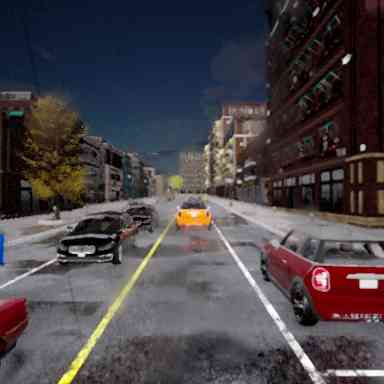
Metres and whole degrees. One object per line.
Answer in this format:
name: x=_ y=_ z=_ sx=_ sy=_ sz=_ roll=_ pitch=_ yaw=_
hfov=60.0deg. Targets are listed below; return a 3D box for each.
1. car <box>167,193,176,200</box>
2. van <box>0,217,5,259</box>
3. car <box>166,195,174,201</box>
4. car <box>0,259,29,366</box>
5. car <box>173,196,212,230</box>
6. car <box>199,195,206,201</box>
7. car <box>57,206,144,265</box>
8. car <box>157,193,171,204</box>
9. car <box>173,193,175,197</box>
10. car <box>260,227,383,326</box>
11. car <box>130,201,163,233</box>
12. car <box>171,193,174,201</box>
car: x=-5.673 y=1.223 z=92.277 sx=2.192 sy=1.841 sz=5.009 roll=1 pitch=0 yaw=0
van: x=-5.671 y=1.333 z=6.977 sx=1.690 sy=1.788 sz=3.998 roll=1 pitch=0 yaw=0
car: x=-5.678 y=1.478 z=86.590 sx=1.947 sy=1.339 sz=4.313 roll=1 pitch=0 yaw=0
car: x=-3.095 y=1.598 z=2.164 sx=1.895 sy=1.301 sz=4.718 roll=0 pitch=0 yaw=0
car: x=0.101 y=1.328 z=20.991 sx=2.097 sy=1.767 sz=4.553 roll=0 pitch=0 yaw=0
car: x=2.702 y=1.495 z=86.651 sx=1.802 sy=1.307 sz=4.206 roll=1 pitch=0 yaw=0
car: x=-3.091 y=1.489 z=11.734 sx=1.837 sy=1.490 sz=4.892 roll=0 pitch=1 yaw=0
car: x=-5.675 y=1.372 z=63.843 sx=1.967 sy=1.590 sz=4.097 roll=1 pitch=0 yaw=0
car: x=-5.675 y=1.357 z=80.904 sx=1.967 sy=1.590 sz=4.097 roll=1 pitch=0 yaw=0
car: x=2.706 y=1.432 z=7.038 sx=1.967 sy=1.590 sz=4.097 roll=1 pitch=0 yaw=0
car: x=-3.000 y=1.483 z=19.668 sx=1.837 sy=1.490 sz=4.892 roll=0 pitch=0 yaw=0
car: x=-5.678 y=1.487 z=75.218 sx=1.947 sy=1.339 sz=4.313 roll=1 pitch=0 yaw=0
